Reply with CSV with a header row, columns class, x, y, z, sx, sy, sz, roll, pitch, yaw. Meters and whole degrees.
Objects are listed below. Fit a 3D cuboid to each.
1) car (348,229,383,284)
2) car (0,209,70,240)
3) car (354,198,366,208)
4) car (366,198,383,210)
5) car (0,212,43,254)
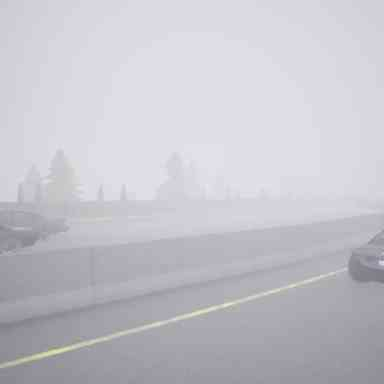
class,x,y,z,sx,sy,sz,roll,pitch,yaw
car,5.805,1.545,8.568,4.181,1.385,1.994,0,0,-40
car,-8.493,1.510,15.210,5.357,1.411,2.033,0,0,-36
car,23.687,1.503,45.327,4.181,1.385,1.994,0,0,-44
car,22.727,1.508,39.514,4.181,1.385,1.994,0,0,-44
car,-7.911,1.570,11.371,4.718,1.301,1.895,0,0,-35
